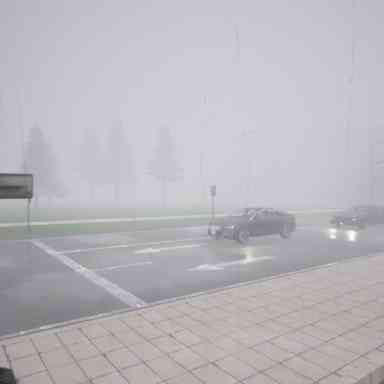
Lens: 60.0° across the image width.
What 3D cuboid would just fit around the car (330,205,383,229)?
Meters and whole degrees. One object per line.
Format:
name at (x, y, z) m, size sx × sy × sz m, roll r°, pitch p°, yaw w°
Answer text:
car at (11.327, 1.547, 21.850) m, size 5.357 × 1.411 × 2.033 m, roll 0°, pitch 0°, yaw -35°

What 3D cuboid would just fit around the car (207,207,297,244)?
car at (2.929, 1.492, 15.901) m, size 4.902 × 1.511 × 2.128 m, roll 0°, pitch 0°, yaw -35°
